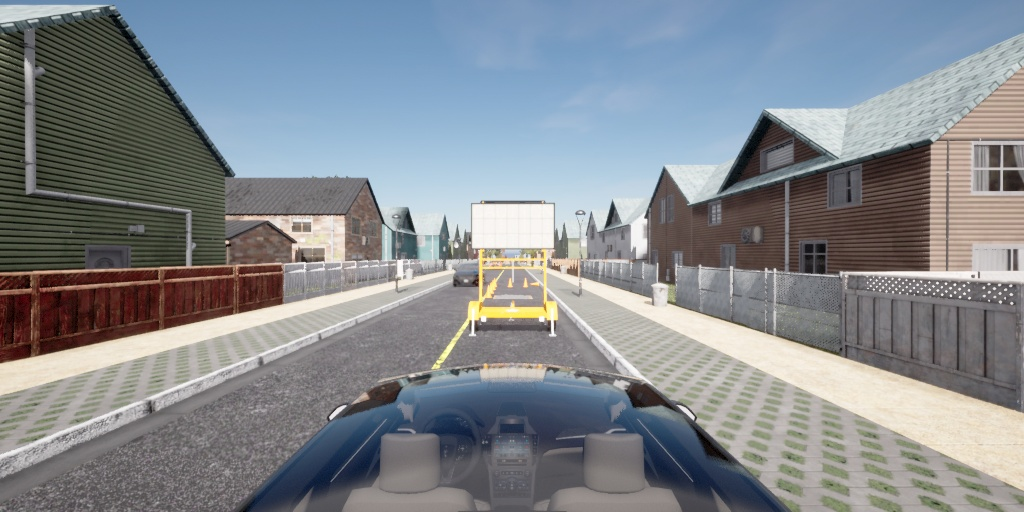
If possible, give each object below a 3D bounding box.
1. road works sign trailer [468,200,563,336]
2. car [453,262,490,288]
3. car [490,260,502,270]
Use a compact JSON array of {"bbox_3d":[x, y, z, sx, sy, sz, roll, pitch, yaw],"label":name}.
[{"bbox_3d":[0.029,0.215,10.350,2.380,3.560,2.880,0,0,1],"label":"road works sign trailer"},{"bbox_3d":[-2.795,1.248,24.404,1.882,1.535,5.008,0,0,0],"label":"car"},{"bbox_3d":[-2.620,1.266,56.221,2.097,1.767,4.553,0,0,0],"label":"car"}]
